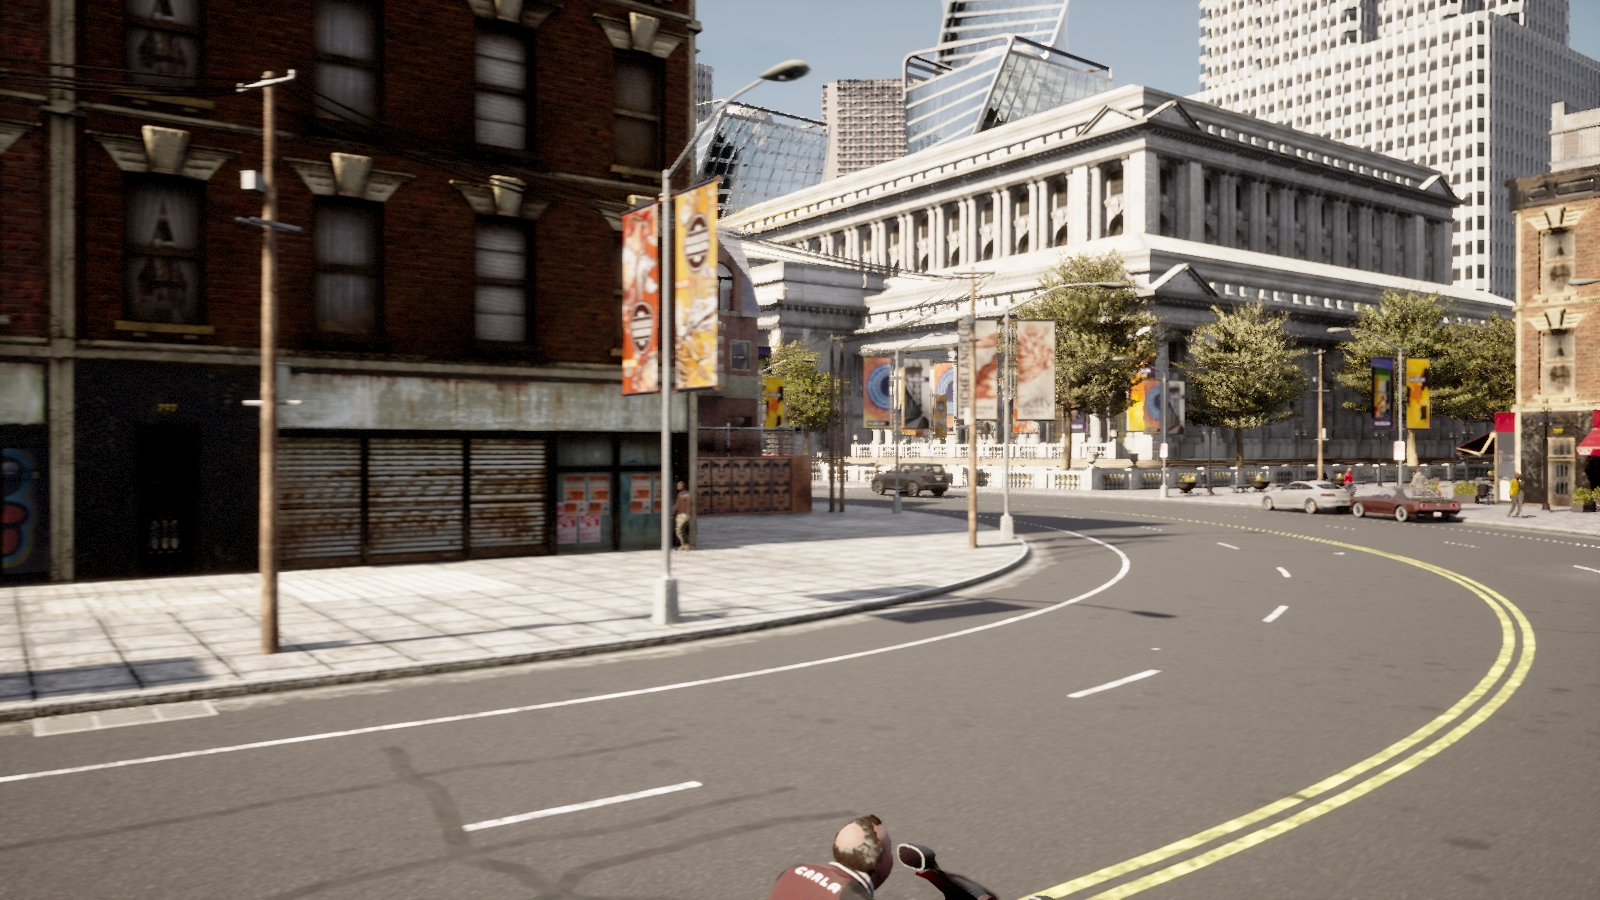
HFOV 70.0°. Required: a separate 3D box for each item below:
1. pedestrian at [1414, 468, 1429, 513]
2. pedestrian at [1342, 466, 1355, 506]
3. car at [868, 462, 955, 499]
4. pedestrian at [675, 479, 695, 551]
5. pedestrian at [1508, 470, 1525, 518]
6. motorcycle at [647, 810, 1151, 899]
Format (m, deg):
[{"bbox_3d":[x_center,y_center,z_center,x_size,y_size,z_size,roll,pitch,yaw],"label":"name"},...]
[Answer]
[{"bbox_3d":[26.190,1.696,48.148,0.375,1.860,0.375,0,0,-6],"label":"pedestrian"},{"bbox_3d":[25.855,1.698,53.864,0.375,1.860,0.375,0,0,-10],"label":"pedestrian"},{"bbox_3d":[6.657,1.781,68.931,2.150,2.045,5.566,0,0,-34],"label":"car"},{"bbox_3d":[-3.033,1.697,30.067,0.375,1.860,0.375,0,0,-42],"label":"pedestrian"},{"bbox_3d":[27.673,1.696,44.133,0.375,1.860,0.375,0,0,-9],"label":"pedestrian"},{"bbox_3d":[0.180,2.205,4.002,2.209,1.251,0.867,0,0,-37],"label":"motorcycle"}]
